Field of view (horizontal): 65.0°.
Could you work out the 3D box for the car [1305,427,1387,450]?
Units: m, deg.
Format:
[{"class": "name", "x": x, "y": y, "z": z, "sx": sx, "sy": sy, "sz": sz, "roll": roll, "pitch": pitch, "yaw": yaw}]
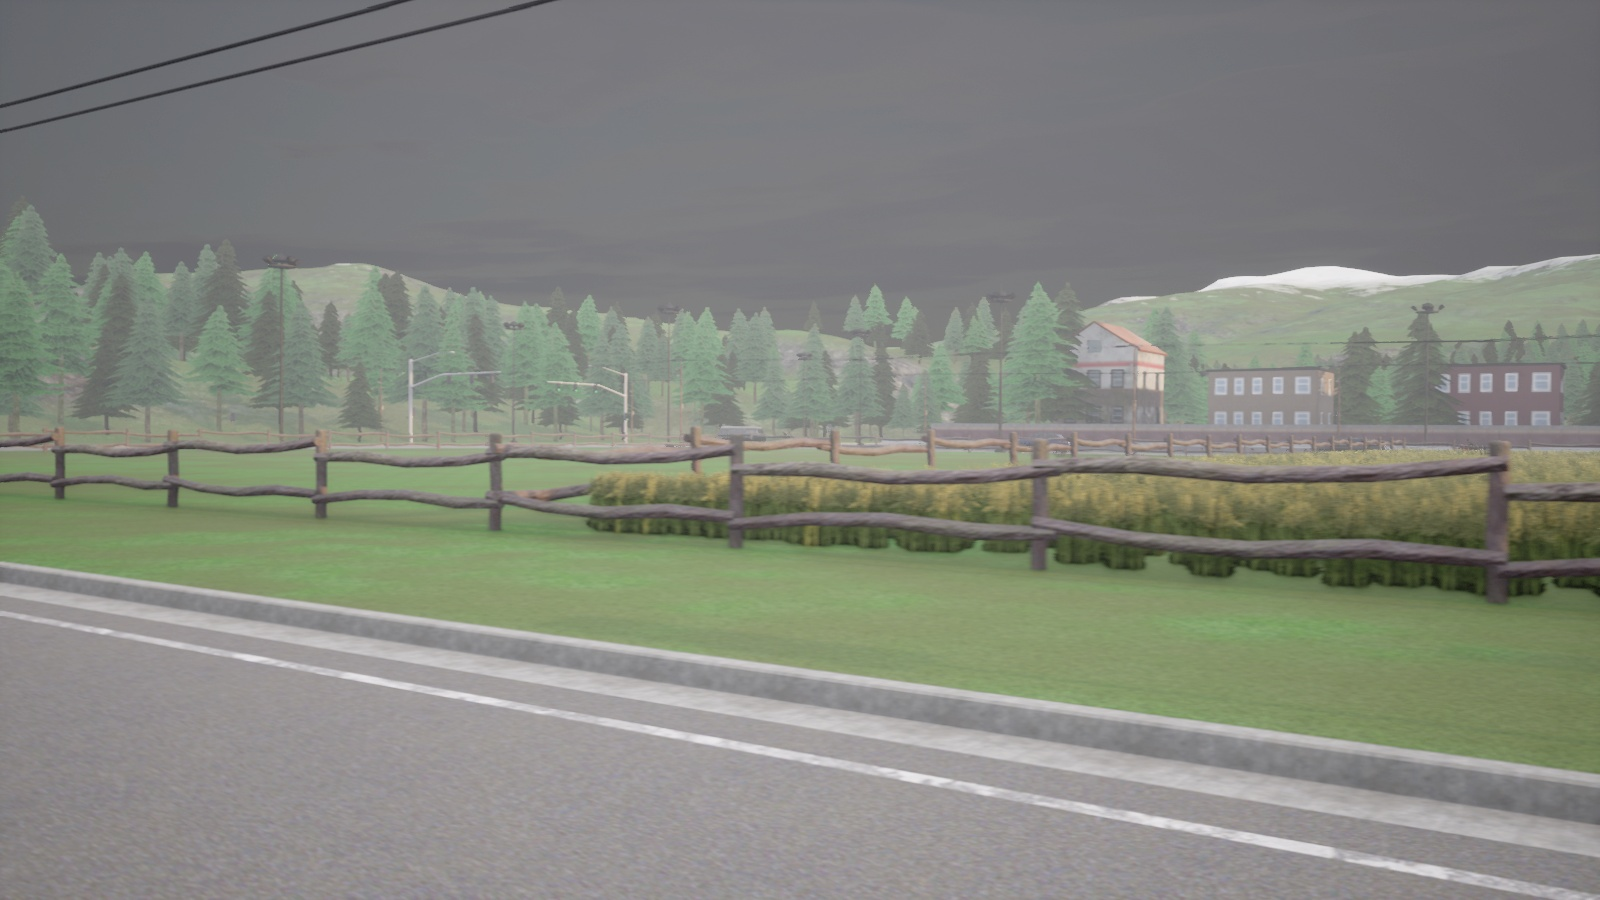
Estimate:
[{"class": "car", "x": 37.534, "y": -0.778, "z": 86.372, "sx": 4.892, "sy": 1.490, "sz": 1.837, "roll": 0, "pitch": 1, "yaw": 34}]
